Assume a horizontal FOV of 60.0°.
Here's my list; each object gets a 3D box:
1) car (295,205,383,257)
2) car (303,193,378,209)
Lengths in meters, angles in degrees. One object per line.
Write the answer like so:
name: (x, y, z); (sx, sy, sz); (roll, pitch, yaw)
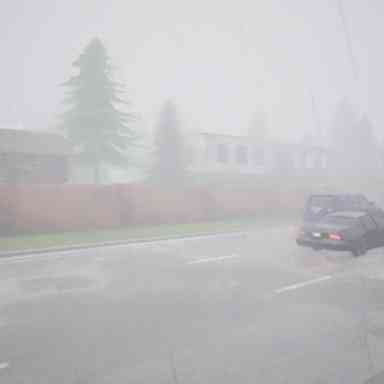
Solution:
car: (6.159, 1.439, 12.425); (5.357, 1.411, 2.033); (-1, 0, -35)
car: (8.445, 1.064, 18.347); (5.566, 2.045, 2.150); (0, 0, -35)
